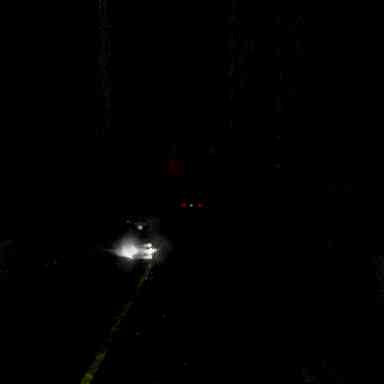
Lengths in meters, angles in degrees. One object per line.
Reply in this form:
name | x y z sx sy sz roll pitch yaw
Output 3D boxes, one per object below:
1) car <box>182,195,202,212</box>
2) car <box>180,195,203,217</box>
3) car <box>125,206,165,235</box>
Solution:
car | 0.073 1.479 44.713 2.150 2.045 5.566 0 0 6
car | -0.087 1.417 34.110 2.150 2.045 5.566 0 -1 -1
car | -2.696 1.609 19.798 2.128 1.511 4.902 0 0 0
